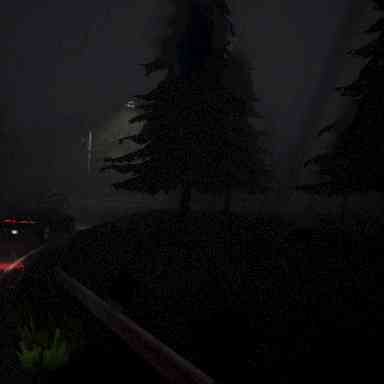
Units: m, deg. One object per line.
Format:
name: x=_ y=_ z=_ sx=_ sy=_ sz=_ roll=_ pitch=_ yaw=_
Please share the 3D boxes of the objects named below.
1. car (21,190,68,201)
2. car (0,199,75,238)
car: x=-10.183 y=0.659 z=22.651 sx=1.837 sy=1.490 sz=4.892 roll=4 pitch=2 yaw=7
car: x=-7.395 y=1.408 z=16.484 sx=1.837 sy=1.490 sz=4.892 roll=4 pitch=1 yaw=2
